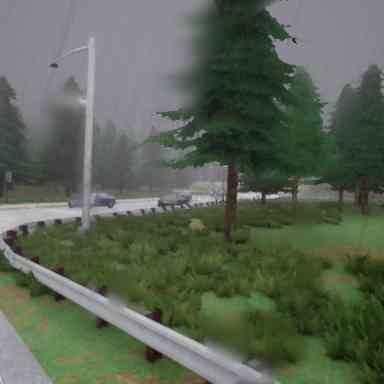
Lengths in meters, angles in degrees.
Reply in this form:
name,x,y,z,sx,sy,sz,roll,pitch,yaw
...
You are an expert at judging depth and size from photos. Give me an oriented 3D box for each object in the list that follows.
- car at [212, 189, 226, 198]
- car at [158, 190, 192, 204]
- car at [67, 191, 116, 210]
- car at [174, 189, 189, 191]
name,x,y,z,sx,sy,sz,roll,pitch,yaw
car,5.017,0.298,58.982,2.128,1.511,4.902,3,2,22
car,-1.741,0.858,33.638,1.994,1.385,4.181,3,2,24
car,-8.307,0.682,28.003,1.812,1.442,4.674,3,2,23
car,-1.658,0.371,43.052,2.097,1.767,4.553,3,2,23
